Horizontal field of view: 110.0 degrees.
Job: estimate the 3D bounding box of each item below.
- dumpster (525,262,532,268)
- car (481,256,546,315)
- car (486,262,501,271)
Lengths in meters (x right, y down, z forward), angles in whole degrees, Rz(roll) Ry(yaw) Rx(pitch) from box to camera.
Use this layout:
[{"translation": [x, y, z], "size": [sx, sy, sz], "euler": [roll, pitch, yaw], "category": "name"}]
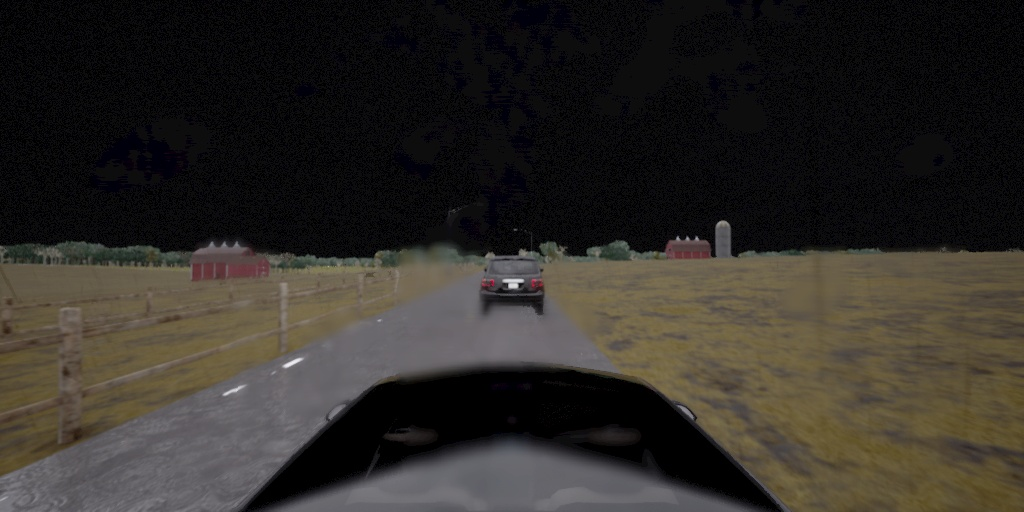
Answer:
[{"translation": [3.134, 1.502, 61.925], "size": [1.020, 1.700, 1.940], "euler": [0, 0, 0], "category": "dumpster"}, {"translation": [0.065, 1.007, 13.786], "size": [2.150, 2.045, 5.566], "euler": [0, 0, 1], "category": "car"}, {"translation": [-2.806, 1.595, 54.794], "size": [1.994, 1.385, 4.181], "euler": [0, -1, 0], "category": "car"}]
